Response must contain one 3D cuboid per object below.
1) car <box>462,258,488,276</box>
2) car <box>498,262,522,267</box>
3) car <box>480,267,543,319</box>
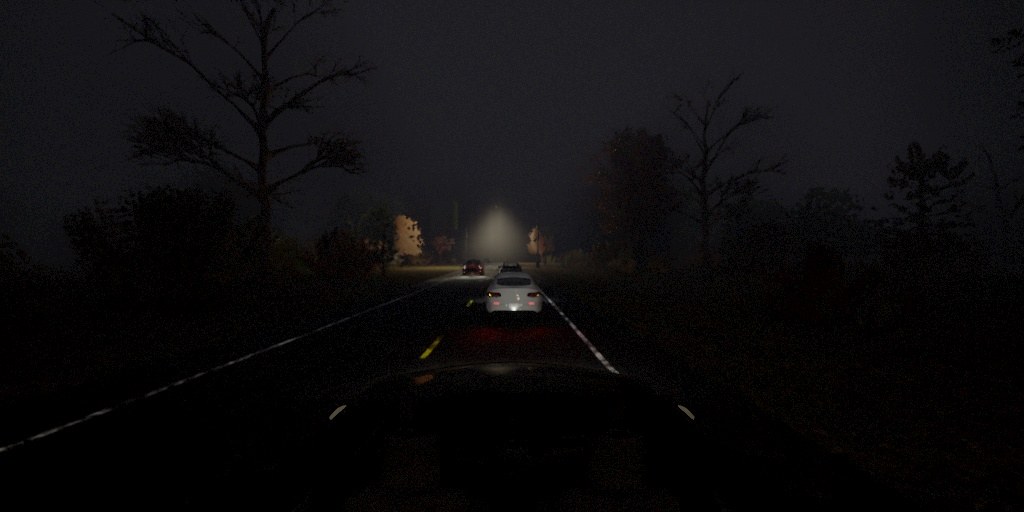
[{"bbox_3d":[-4.006,1.128,37.683,2.097,1.767,4.553,0,0,-1],"label":"car"},{"bbox_3d":[-0.159,1.261,30.312,2.128,1.511,4.902,0,0,-1],"label":"car"},{"bbox_3d":[0.051,1.283,12.766,1.812,1.442,4.674,0,0,0],"label":"car"}]
